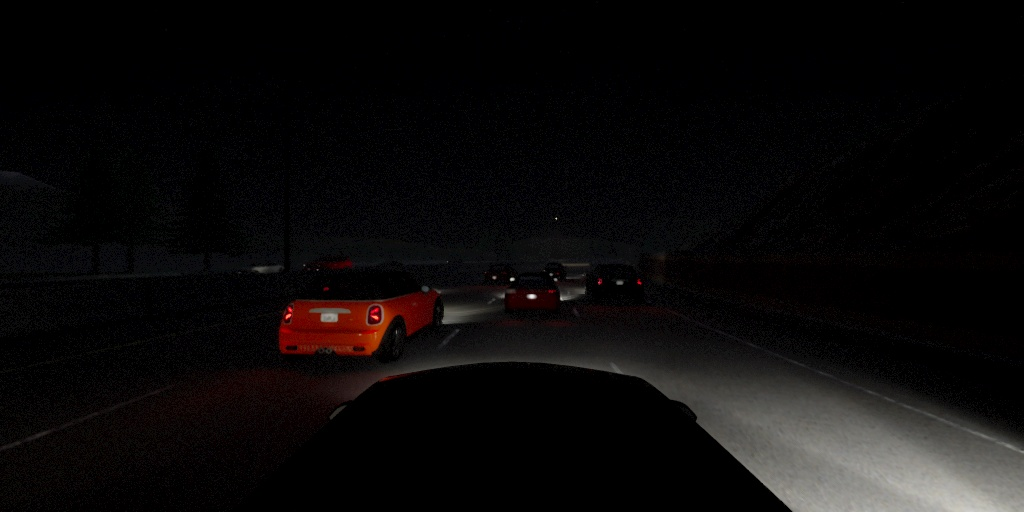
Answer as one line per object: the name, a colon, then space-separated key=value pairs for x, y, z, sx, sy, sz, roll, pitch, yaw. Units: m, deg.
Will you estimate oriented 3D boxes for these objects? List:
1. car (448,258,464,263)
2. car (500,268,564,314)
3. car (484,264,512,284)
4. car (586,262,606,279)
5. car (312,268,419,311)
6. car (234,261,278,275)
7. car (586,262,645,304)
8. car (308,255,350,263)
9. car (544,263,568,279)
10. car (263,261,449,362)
car: x=-8.512 y=1.361 z=52.154 sx=1.994 sy=1.385 sz=4.181 roll=0 pitch=0 yaw=20
car: x=0.849 y=1.334 z=14.054 sx=1.994 sy=1.385 sz=4.181 roll=0 pitch=0 yaw=5
car: x=-0.784 y=1.309 z=26.996 sx=1.812 sy=1.442 sz=4.674 roll=0 pitch=0 yaw=11
car: x=8.323 y=1.348 z=35.290 sx=1.812 sy=1.442 sz=4.674 roll=0 pitch=0 yaw=15
car: x=-6.060 y=1.299 z=15.748 sx=2.033 sy=1.411 sz=5.357 roll=0 pitch=0 yaw=6
car: x=-24.337 y=1.250 z=34.895 sx=1.812 sy=1.442 sz=4.674 roll=0 pitch=0 yaw=12
car: x=4.698 y=1.138 z=16.898 sx=2.097 sy=1.767 sz=4.553 roll=0 pitch=0 yaw=7
car: x=-19.871 y=0.962 z=38.843 sx=2.150 sy=2.045 sz=5.566 roll=0 pitch=0 yaw=14
car: x=3.697 y=1.329 z=31.247 sx=1.812 sy=1.442 sz=4.674 roll=0 pitch=0 yaw=13
car: x=-3.092 y=1.102 z=8.400 sx=2.097 sy=1.767 sz=4.553 roll=0 pitch=0 yaw=3
